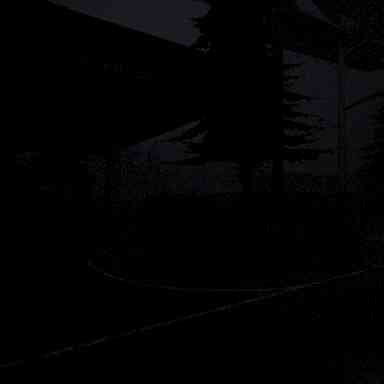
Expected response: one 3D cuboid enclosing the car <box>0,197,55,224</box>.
[{"bbox_3d":[-11.919,1.313,23.509,3.866,1.878,1.905,0,0,-36],"label":"car"}]
